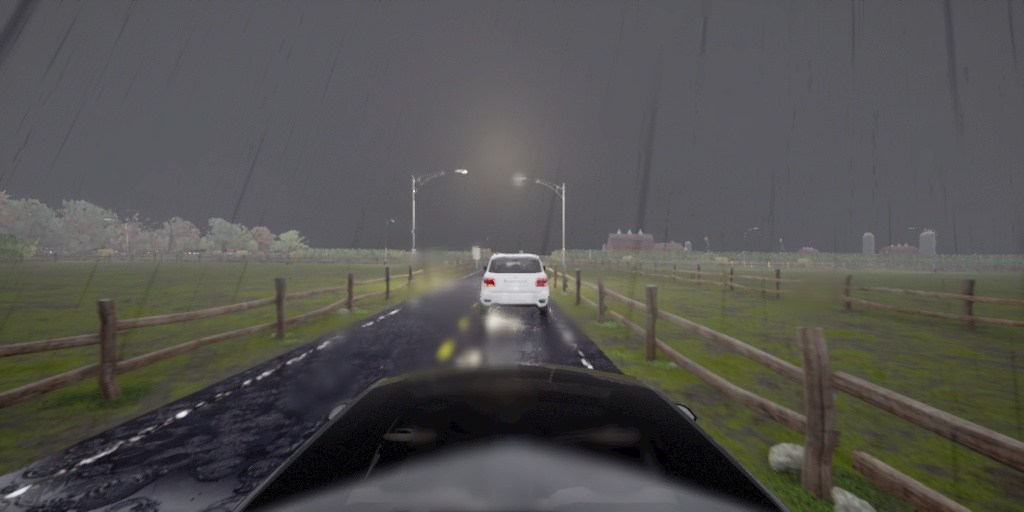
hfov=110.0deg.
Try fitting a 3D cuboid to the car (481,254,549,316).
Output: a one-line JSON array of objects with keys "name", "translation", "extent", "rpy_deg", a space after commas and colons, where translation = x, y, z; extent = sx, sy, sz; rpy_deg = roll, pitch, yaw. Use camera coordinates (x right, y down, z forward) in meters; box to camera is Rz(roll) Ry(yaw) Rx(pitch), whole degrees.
[{"name": "car", "translation": [0.101, 0.934, 13.273], "extent": [2.150, 2.045, 5.566], "rpy_deg": [0, 0, 0]}]
